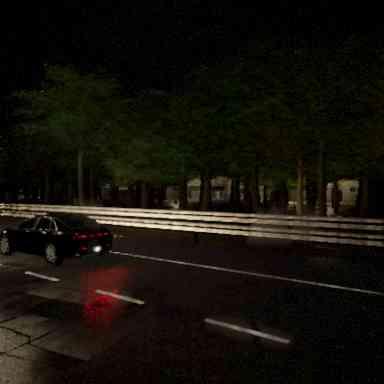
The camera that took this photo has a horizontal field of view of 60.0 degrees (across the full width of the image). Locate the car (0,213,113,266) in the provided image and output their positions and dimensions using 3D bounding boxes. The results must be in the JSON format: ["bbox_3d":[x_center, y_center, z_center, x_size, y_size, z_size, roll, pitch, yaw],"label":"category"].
[{"bbox_3d":[-4.886,1.509,11.659,4.892,1.490,1.837,0,0,36],"label":"car"}]
